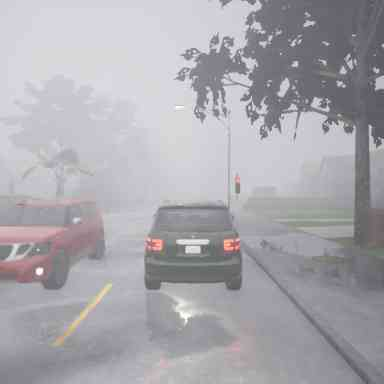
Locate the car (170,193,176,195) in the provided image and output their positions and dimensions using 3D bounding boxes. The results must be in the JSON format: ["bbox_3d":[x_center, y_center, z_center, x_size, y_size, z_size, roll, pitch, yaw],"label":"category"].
[{"bbox_3d":[-4.046,1.352,52.444,2.097,1.767,4.553,0,0,0],"label":"car"}]

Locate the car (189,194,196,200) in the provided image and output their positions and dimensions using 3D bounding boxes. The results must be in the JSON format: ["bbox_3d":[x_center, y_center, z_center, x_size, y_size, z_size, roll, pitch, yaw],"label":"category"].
[{"bbox_3d":[0.078,1.356,88.161,1.812,1.442,4.674,0,0,0],"label":"car"}]

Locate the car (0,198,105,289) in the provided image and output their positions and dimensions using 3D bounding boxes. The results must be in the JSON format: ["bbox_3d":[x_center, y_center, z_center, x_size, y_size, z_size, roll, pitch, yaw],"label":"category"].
[{"bbox_3d":[-4.092,1.221,9.480,2.150,2.045,5.566,0,0,0],"label":"car"}]

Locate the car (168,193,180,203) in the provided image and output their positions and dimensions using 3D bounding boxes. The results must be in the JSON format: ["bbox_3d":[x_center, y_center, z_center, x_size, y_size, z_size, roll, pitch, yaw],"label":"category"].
[{"bbox_3d":[-3.935,1.225,73.359,2.150,2.045,5.566,0,0,0],"label":"car"}]

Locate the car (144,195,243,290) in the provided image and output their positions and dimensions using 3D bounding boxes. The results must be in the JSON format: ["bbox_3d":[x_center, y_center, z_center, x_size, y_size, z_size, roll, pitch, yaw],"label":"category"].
[{"bbox_3d":[0.045,1.221,9.205,2.150,2.045,5.566,0,0,1],"label":"car"}]

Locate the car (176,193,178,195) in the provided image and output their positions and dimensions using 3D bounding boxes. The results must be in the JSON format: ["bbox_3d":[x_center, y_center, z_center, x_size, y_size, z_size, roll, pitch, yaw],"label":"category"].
[{"bbox_3d":[-4.003,1.491,62.846,2.128,1.511,4.902,0,0,0],"label":"car"}]
